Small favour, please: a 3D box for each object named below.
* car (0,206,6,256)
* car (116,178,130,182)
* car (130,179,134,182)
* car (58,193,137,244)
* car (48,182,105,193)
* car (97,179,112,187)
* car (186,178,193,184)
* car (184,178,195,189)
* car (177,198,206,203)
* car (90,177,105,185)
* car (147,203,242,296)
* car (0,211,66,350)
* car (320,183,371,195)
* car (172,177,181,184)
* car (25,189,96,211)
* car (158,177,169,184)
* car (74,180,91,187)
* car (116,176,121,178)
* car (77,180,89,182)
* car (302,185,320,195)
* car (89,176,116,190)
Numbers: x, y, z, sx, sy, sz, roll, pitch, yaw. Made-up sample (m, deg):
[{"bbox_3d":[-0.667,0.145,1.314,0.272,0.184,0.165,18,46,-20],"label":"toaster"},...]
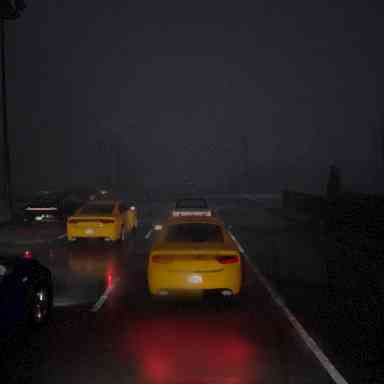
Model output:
[{"bbox_3d":[-6.957,1.321,8.231,1.882,1.535,5.008,0,2,0],"label":"car"},{"bbox_3d":[-14.525,-1.739,67.635,1.895,1.301,4.718,0,3,0],"label":"car"},{"bbox_3d":[-14.607,-2.317,78.171,1.895,1.301,4.718,0,3,0],"label":"car"},{"bbox_3d":[-3.497,1.060,13.732,1.882,1.535,5.008,0,3,0],"label":"car"},{"bbox_3d":[-10.965,0.154,30.524,1.882,1.535,5.008,2,4,44],"label":"car"},{"bbox_3d":[-18.033,-1.881,68.808,1.812,1.442,4.674,0,3,0],"label":"car"},{"bbox_3d":[-0.716,-3.118,91.948,2.033,1.411,5.357,0,3,0],"label":"car"},{"bbox_3d":[-0.411,-1.439,60.176,2.128,1.511,4.902,0,3,0],"label":"car"},{"bbox_3d":[-0.025,0.972,17.778,1.895,1.301,4.718,0,3,0],"label":"car"},{"bbox_3d":[-21.592,-2.454,76.231,2.097,1.767,4.553,0,3,0],"label":"car"},{"bbox_3d":[0.042,1.315,8.409,1.882,1.535,5.008,0,2,0],"label":"car"},{"bbox_3d":[-3.427,1.313,3.900,2.097,1.767,4.553,0,1,0],"label":"car"},{"bbox_3d":[17.662,-0.219,37.799,4.902,1.511,2.128,0,3,2],"label":"car"},{"bbox_3d":[-4.169,-2.877,86.092,1.882,1.535,5.008,0,3,0],"label":"car"},{"bbox_3d":[-7.026,0.864,17.642,2.128,1.511,4.902,0,3,0],"label":"car"},{"bbox_3d":[-7.669,-2.827,86.067,2.128,1.511,4.902,0,3,0],"label":"car"},{"bbox_3d":[-21.512,-1.667,65.594,1.994,1.385,4.181,0,3,0],"label":"car"},{"bbox_3d":[-18.117,-2.756,79.399,2.150,2.045,5.566,0,3,0],"label":"car"},{"bbox_3d":[-18.016,-1.362,58.664,2.128,1.511,4.902,0,3,0],"label":"car"},{"bbox_3d":[16.254,-0.302,41.341,4.718,1.301,1.895,0,3,2],"label":"car"},{"bbox_3d":[-14.482,-1.397,54.346,2.150,2.045,5.566,0,3,-1],"label":"car"}]
